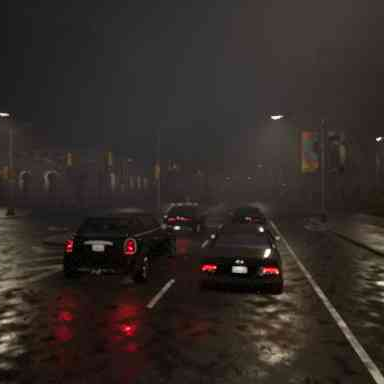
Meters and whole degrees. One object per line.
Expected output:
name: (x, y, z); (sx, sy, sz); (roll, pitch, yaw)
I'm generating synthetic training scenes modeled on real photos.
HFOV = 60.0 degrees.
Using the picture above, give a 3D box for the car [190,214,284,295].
car: (1.387, 1.565, 8.946); (2.033, 1.411, 5.357); (0, 0, 11)

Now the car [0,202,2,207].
car: (-29.757, 1.574, 47.730); (4.892, 1.490, 1.837); (0, 0, 10)

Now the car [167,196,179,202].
car: (-4.513, 1.740, 80.991); (1.895, 1.301, 4.718); (0, 0, 10)

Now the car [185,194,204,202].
car: (0.600, 1.671, 71.091); (2.033, 1.411, 5.357); (0, 0, 10)

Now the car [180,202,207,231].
car: (-0.321, 1.540, 19.072); (1.837, 1.490, 4.892); (0, 0, 10)

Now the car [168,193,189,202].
car: (-2.855, 1.355, 71.650); (2.150, 2.045, 5.566); (0, 0, 10)

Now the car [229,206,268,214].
car: (3.152, 1.542, 18.589); (1.837, 1.490, 4.892); (0, 0, 10)

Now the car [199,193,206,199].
car: (2.341, 1.375, 80.997); (2.150, 2.045, 5.566); (0, 0, 10)

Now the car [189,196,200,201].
car: (0.680, 1.708, 91.767); (2.033, 1.411, 5.357); (0, 0, 10)

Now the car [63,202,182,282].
car: (-1.893, 1.370, 10.114); (2.097, 1.767, 4.553); (0, 0, 10)
